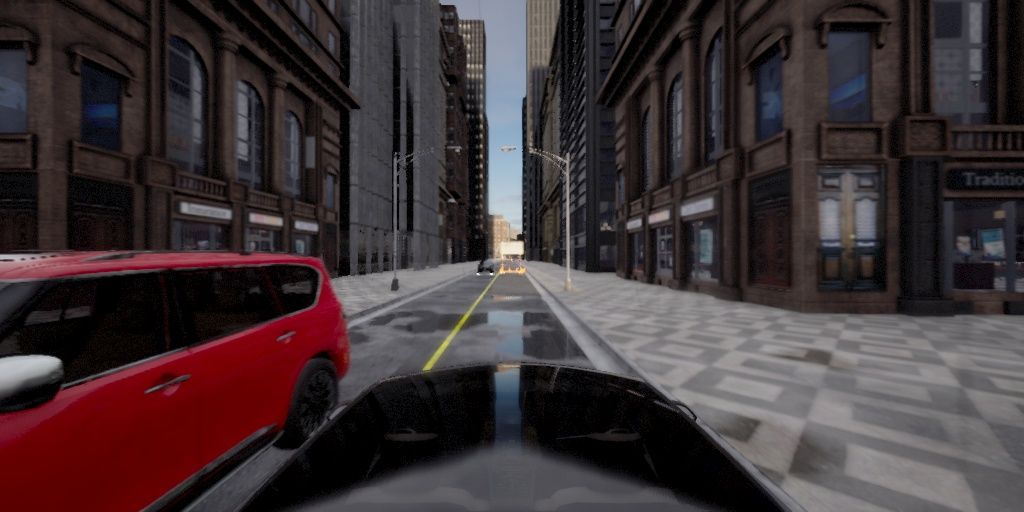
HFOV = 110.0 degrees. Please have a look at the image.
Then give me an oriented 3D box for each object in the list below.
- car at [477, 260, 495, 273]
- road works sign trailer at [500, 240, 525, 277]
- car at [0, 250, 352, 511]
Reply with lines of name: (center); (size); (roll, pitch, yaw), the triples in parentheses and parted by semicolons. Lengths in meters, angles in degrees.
car: (-3.124, 1.290, 43.594); (1.837, 1.490, 4.892); (0, 0, 0)
road works sign trailer: (-0.032, 0.238, 35.729); (2.380, 3.560, 2.880); (0, 0, 0)
car: (-3.102, 0.971, 2.273); (2.150, 2.045, 5.566); (0, 0, 0)
